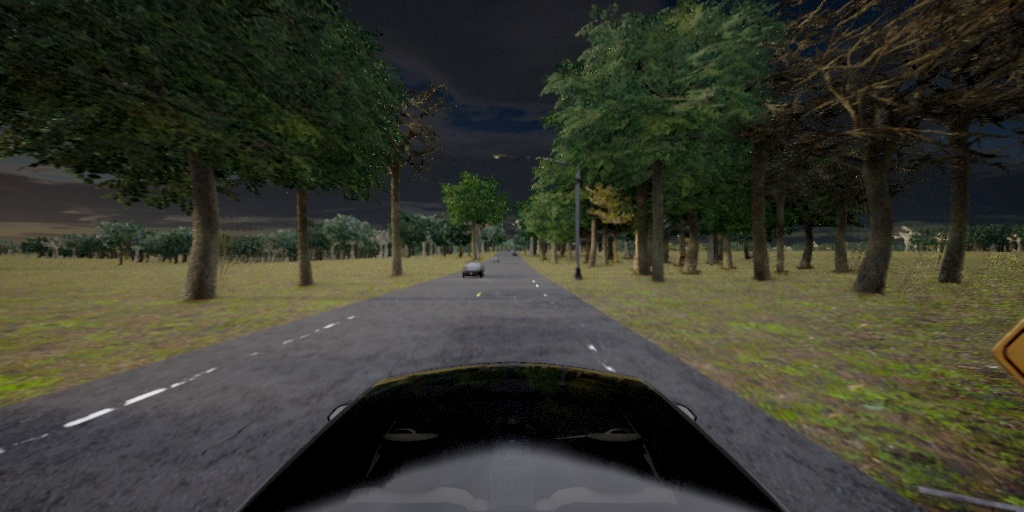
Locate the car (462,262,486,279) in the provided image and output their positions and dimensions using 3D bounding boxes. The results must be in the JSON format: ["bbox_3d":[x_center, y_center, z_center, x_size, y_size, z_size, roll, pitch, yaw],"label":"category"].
[{"bbox_3d":[-3.607,1.282,34.312,1.882,1.535,5.008,0,0,0],"label":"car"}]

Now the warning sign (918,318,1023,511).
[{"bbox_3d":[3.550,0.868,2.221,1.300,1.860,1.060,0,0,0],"label":"warning sign"}]
